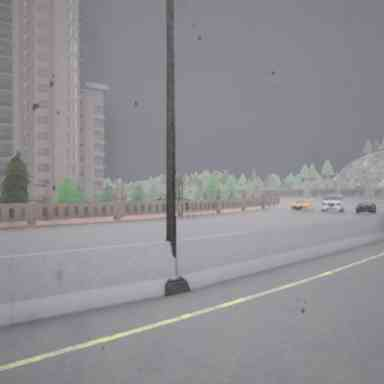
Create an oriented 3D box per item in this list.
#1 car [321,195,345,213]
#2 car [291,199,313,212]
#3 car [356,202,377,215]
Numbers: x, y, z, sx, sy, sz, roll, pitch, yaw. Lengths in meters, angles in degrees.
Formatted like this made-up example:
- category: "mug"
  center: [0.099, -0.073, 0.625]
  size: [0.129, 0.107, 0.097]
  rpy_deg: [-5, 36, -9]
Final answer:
- category: "car"
  center: [16.621, 1.343, 38.941]
  size: [2.150, 2.045, 5.566]
  rpy_deg: [0, 0, 29]
- category: "car"
  center: [13.371, 1.610, 40.350]
  size: [1.882, 1.535, 5.008]
  rpy_deg: [0, -1, 29]
- category: "car"
  center: [18.669, 1.702, 35.492]
  size: [1.895, 1.301, 4.718]
  rpy_deg: [0, 0, 31]
